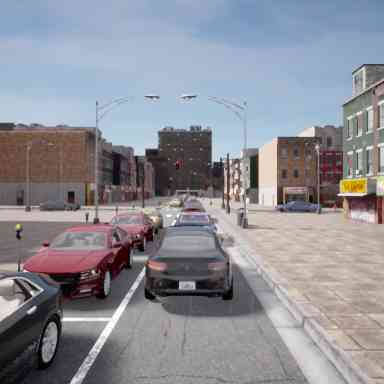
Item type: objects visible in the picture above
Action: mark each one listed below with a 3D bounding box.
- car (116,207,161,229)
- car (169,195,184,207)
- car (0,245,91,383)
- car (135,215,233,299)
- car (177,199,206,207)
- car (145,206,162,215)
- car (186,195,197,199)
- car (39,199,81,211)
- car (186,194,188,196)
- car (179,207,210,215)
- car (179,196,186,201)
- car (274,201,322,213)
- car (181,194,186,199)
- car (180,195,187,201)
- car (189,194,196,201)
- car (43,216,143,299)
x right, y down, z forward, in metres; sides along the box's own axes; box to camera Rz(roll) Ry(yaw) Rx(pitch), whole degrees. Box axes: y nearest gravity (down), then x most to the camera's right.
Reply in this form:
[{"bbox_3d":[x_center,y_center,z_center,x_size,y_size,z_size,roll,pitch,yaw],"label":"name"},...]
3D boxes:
[{"bbox_3d":[-2.612,1.553,14.000,1.887,1.381,4.507,0,0,0],"label":"car"},{"bbox_3d":[-2.554,1.606,51.281,1.752,1.417,4.829,0,0,0],"label":"car"},{"bbox_3d":[-2.629,1.552,3.011,2.008,1.369,4.403,0,0,0],"label":"car"},{"bbox_3d":[-0.042,1.529,8.323,1.812,1.442,4.674,0,0,1],"label":"car"},{"bbox_3d":[0.152,1.530,26.036,1.837,1.490,4.892,0,0,2],"label":"car"},{"bbox_3d":[-2.604,1.540,19.323,1.752,1.417,4.829,0,0,0],"label":"car"},{"bbox_3d":[0.215,1.708,60.531,1.895,1.301,4.718,0,0,0],"label":"car"},{"bbox_3d":[-14.479,1.505,36.602,4.181,1.385,1.994,0,0,0],"label":"car"},{"bbox_3d":[-2.511,1.695,78.500,1.752,1.417,4.829,0,0,0],"label":"car"},{"bbox_3d":[0.119,1.611,15.735,1.895,1.301,4.718,0,0,0],"label":"car"},{"bbox_3d":[-2.493,1.757,89.559,1.887,1.381,4.507,0,0,0],"label":"car"},{"bbox_3d":[12.640,1.756,39.648,5.357,1.411,2.033,1,0,0],"label":"car"},{"bbox_3d":[-2.544,1.411,56.894,2.192,1.841,5.009,0,0,0],"label":"car"},{"bbox_3d":[-2.484,1.672,95.003,1.967,1.590,4.097,0,0,0],"label":"car"},{"bbox_3d":[0.146,1.576,91.911,2.097,1.767,4.553,0,0,0],"label":"car"},{"bbox_3d":[-2.620,1.548,8.505,1.887,1.381,4.507,0,0,0],"label":"car"}]
